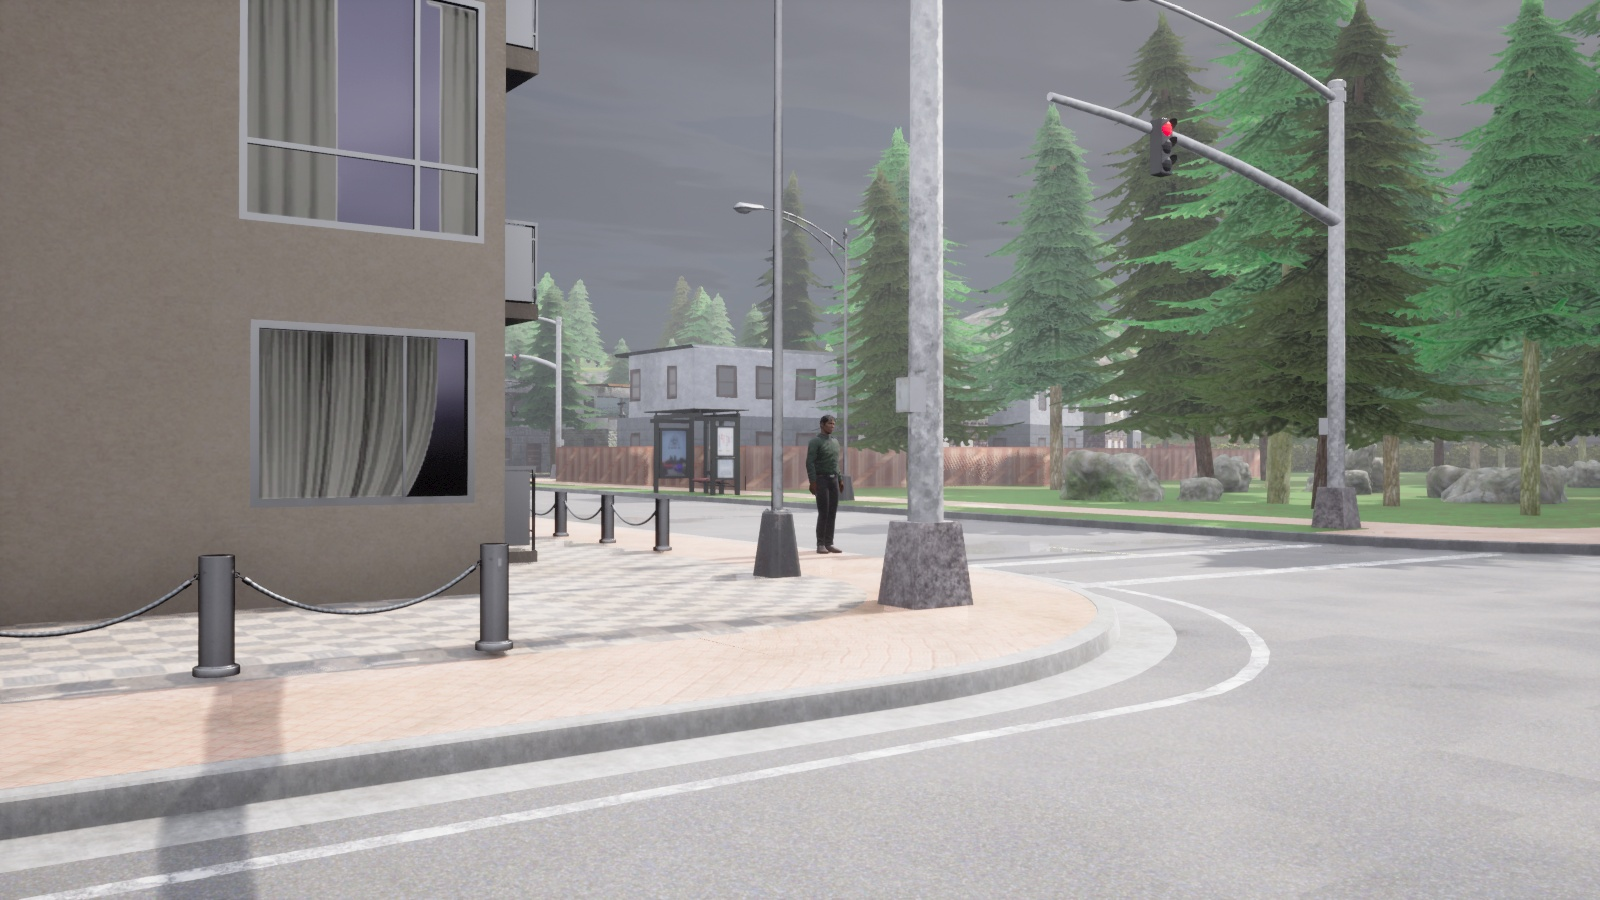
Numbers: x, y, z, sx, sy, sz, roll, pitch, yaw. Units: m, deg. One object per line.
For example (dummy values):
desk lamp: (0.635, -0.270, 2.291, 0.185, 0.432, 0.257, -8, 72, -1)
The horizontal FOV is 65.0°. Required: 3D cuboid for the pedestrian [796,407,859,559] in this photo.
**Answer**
pedestrian: (0.359, 0.430, 16.557, 0.423, 1.949, 0.788, 0, 0, -37)
